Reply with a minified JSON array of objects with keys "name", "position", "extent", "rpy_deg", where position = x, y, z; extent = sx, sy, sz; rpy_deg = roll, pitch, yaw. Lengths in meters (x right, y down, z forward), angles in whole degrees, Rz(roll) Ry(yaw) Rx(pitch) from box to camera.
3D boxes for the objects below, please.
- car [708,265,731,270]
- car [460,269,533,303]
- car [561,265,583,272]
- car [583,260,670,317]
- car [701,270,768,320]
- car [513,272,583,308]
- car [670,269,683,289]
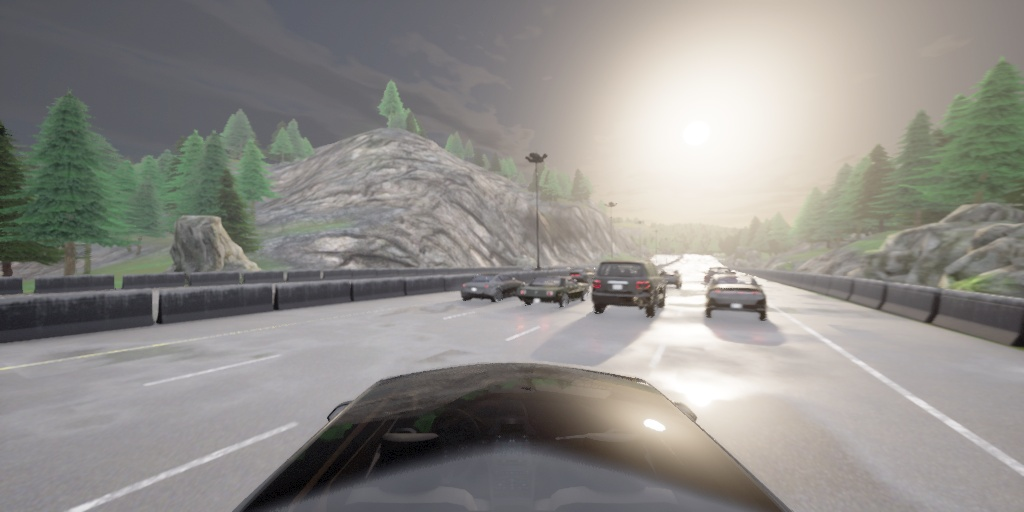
[{"name":"car","position":[15.478,1.571,26.797],"extent":[2.097,1.767,4.553],"rpy_deg":[0,-1,29]},{"name":"car","position":[-0.826,1.580,18.705],"extent":[1.994,1.385,4.181],"rpy_deg":[0,-1,29]},{"name":"car","position":[6.304,1.798,31.905],"extent":[1.837,1.490,4.892],"rpy_deg":[0,-1,29]},{"name":"car","position":[4.876,1.179,14.563],"extent":[2.150,2.045,5.566],"rpy_deg":[0,-1,29]},{"name":"car","position":[8.404,1.441,13.705],"extent":[2.128,1.511,4.902],"rpy_deg":[0,-1,29]},{"name":"car","position":[2.100,1.589,16.770],"extent":[1.895,1.301,4.718],"rpy_deg":[0,-1,29]},{"name":"car","position":[12.465,1.738,28.581],"extent":[2.128,1.511,4.902],"rpy_deg":[0,-1,29]}]
